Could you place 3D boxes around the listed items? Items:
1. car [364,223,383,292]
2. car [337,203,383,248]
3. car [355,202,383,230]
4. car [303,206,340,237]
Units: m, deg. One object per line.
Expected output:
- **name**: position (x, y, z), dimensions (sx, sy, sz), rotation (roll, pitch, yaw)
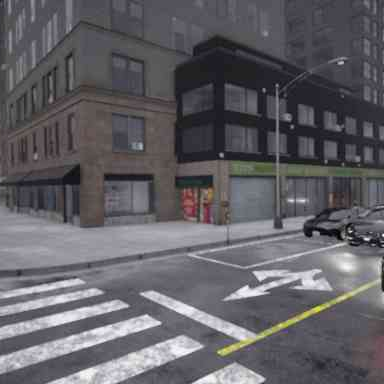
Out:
- **car**: position (5.713, 1.399, 7.055), dimensions (4.892, 1.490, 1.837), rotation (-1, 1, -40)
- **car**: position (7.788, 1.316, 12.850), dimensions (4.892, 1.490, 1.837), rotation (-1, 1, -40)
- **car**: position (11.257, 1.294, 19.127), dimensions (4.206, 1.307, 1.802), rotation (-1, 1, -40)
- **car**: position (6.923, 1.352, 15.483), dimensions (4.313, 1.339, 1.947), rotation (-1, 1, -40)
